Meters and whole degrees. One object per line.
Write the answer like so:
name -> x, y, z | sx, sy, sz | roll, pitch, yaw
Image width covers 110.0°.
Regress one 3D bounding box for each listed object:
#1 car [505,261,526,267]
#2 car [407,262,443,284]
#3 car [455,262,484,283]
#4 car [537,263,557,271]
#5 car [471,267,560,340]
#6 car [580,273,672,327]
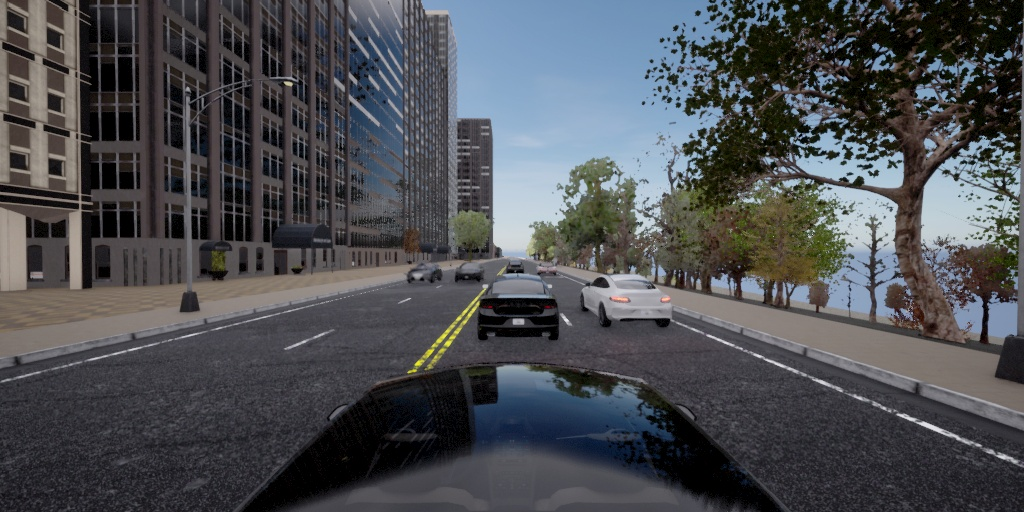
car -> 0.337, 1.251, 37.324 | 1.837, 1.490, 4.892 | 0, 0, 0
car -> -6.430, 1.239, 26.907 | 2.128, 1.511, 4.902 | 0, 0, 0
car -> -3.174, 1.224, 27.662 | 1.882, 1.535, 5.008 | 0, 0, 0
car -> 3.591, 1.347, 37.968 | 1.895, 1.301, 4.718 | 0, 0, 0
car -> 0.155, 1.226, 9.979 | 1.882, 1.535, 5.008 | 0, 0, 0
car -> 3.412, 1.274, 11.360 | 1.812, 1.442, 4.674 | 0, 0, 0
